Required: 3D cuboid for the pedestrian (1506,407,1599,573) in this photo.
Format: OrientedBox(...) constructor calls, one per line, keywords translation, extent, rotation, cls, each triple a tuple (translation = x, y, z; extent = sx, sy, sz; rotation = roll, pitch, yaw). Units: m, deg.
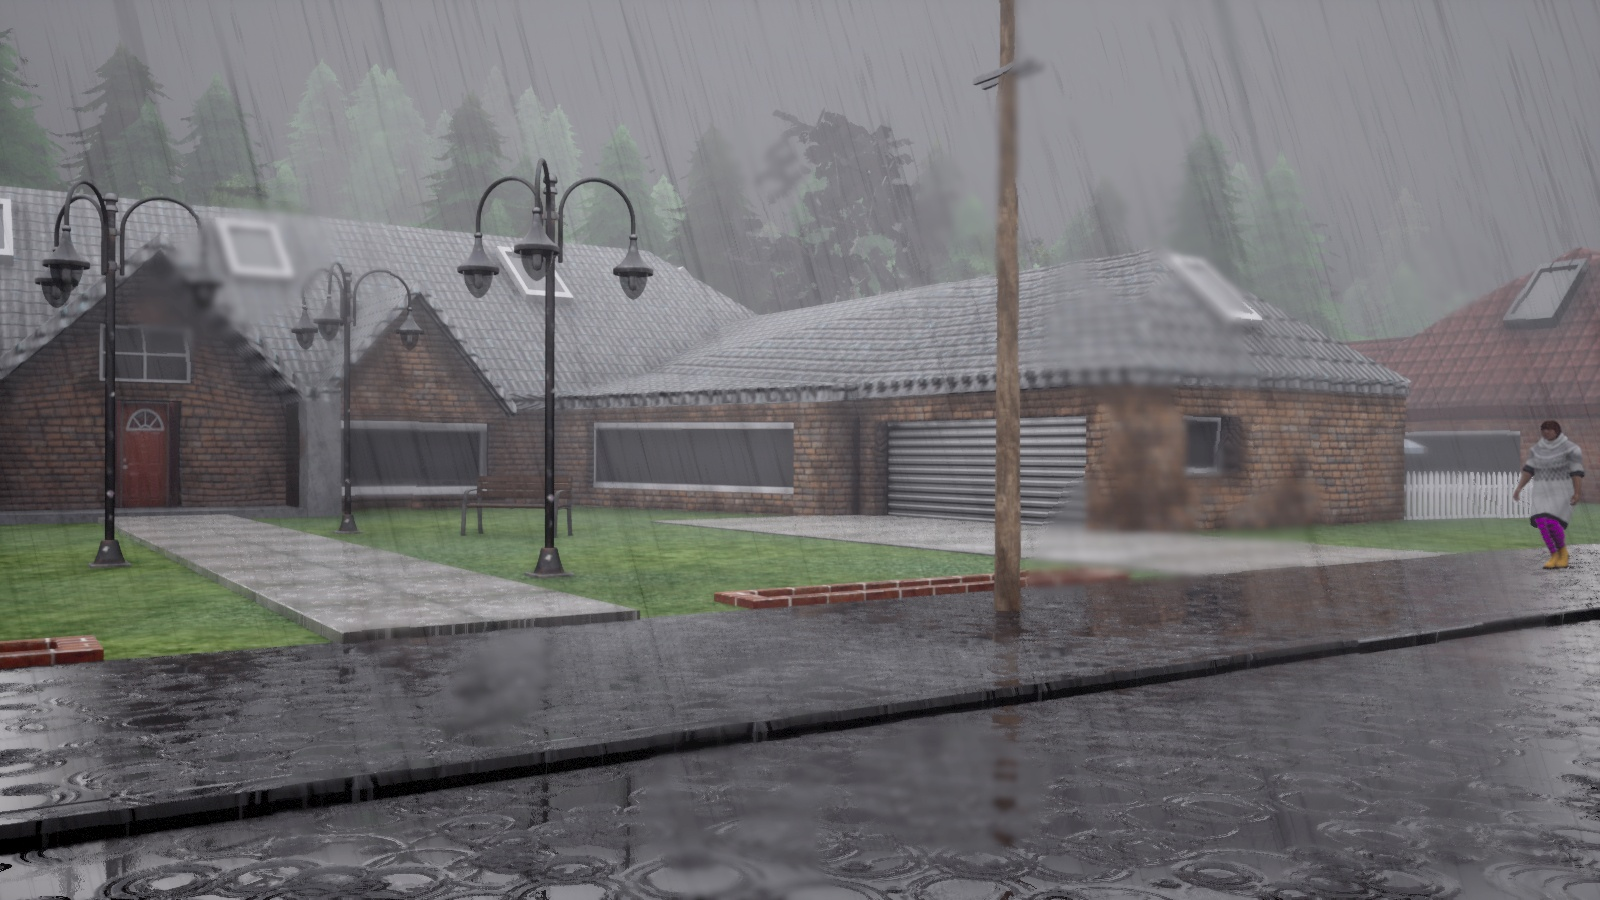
OrientedBox(translation=(9.193, 0.470, 15.293), extent=(0.873, 1.952, 0.659), rotation=(0, 0, -27), cls="pedestrian")
